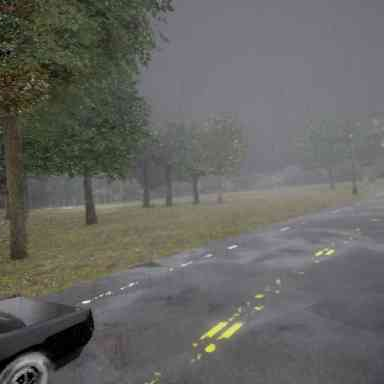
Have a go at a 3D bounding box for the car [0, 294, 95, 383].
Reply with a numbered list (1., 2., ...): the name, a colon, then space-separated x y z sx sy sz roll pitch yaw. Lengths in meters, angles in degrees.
1. car: -3.280 1.855 2.892 1.895 1.301 4.718 -4 0 33
